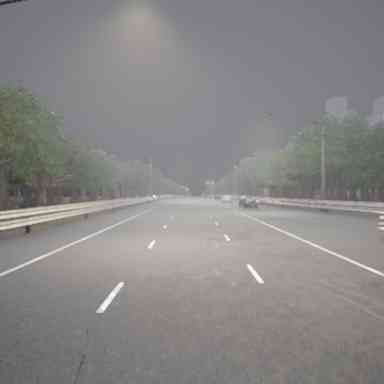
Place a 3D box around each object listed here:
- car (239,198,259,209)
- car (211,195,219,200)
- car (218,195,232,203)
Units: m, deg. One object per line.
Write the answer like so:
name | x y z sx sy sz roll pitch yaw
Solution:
car | 7.674 1.521 45.391 1.812 1.442 4.674 0 0 -5
car | 7.065 1.497 92.204 1.882 1.535 5.008 0 0 0
car | 7.007 1.491 68.118 1.812 1.442 4.674 0 0 0
